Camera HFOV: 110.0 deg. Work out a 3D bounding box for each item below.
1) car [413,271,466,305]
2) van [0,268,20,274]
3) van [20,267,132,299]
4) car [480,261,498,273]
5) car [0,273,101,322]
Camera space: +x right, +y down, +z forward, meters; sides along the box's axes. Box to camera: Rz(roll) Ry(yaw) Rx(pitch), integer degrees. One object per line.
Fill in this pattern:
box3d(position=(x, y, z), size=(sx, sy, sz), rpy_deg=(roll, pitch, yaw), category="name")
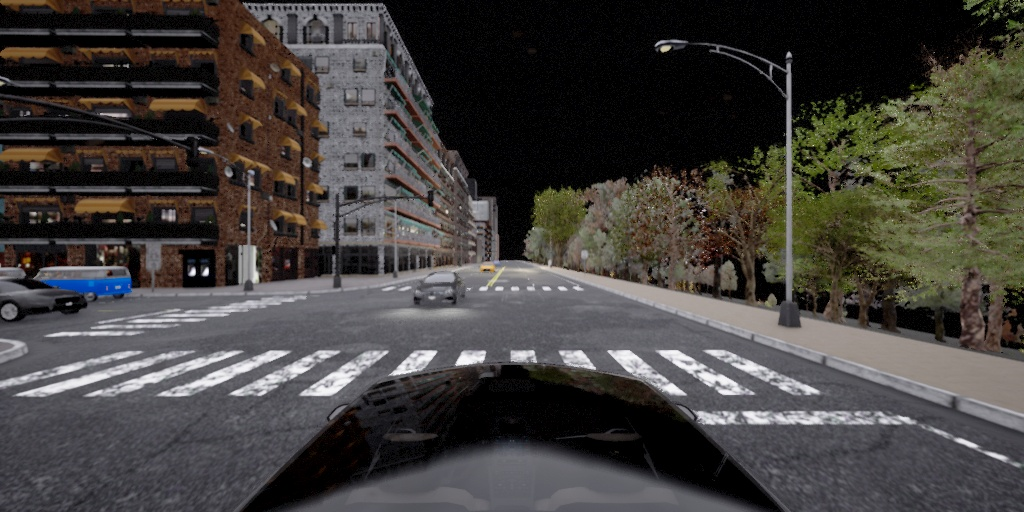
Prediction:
box3d(position=(-3.272, 1.451, 16.970), size=(1.812, 1.442, 4.674), rpy_deg=(0, 0, 0), category="car")
box3d(position=(-28.341, 1.535, 18.917), size=(3.998, 1.789, 1.690), rpy_deg=(0, 0, -1), category="van")
box3d(position=(-22.740, 1.462, 19.001), size=(3.998, 1.789, 1.690), rpy_deg=(0, 0, -1), category="van")
box3d(position=(-3.308, 1.589, 49.266), size=(1.882, 1.535, 5.008), rpy_deg=(0, 1, 0), category="car")
box3d(position=(-18.838, 1.561, 13.293), size=(4.892, 1.490, 1.837), rpy_deg=(-1, 0, 0), category="car")
